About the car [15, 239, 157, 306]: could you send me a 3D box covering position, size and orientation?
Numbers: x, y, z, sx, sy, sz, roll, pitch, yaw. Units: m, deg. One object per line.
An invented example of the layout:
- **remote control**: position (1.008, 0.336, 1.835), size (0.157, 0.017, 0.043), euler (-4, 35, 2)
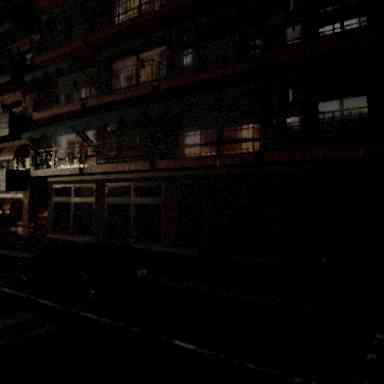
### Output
- **car**: position (-2.859, 1.898, 8.758), size (4.313, 1.339, 1.947), euler (-1, -3, 34)
